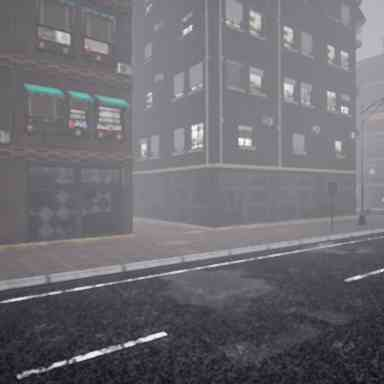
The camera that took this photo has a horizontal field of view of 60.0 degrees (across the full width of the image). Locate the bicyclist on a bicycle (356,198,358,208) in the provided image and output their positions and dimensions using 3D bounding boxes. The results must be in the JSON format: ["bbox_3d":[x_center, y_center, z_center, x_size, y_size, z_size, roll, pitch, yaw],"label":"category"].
[{"bbox_3d":[22.710,1.413,46.315,1.656,1.620,0.582,-1,0,-36],"label":"bicyclist on a bicycle"}]
